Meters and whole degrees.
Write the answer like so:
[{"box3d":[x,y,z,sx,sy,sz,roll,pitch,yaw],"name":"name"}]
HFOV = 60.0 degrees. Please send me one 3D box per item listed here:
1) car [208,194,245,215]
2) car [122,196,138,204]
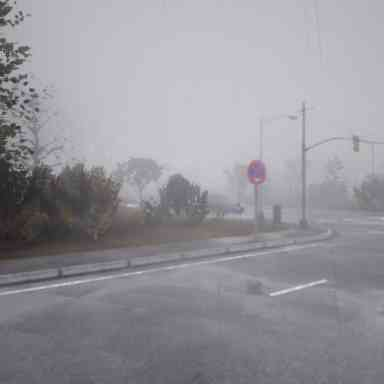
[{"box3d":[2.902,1.224,33.522,2.150,2.045,5.566,0,0,-32],"name":"car"},{"box3d":[-10.465,1.318,54.986,1.994,1.385,4.181,0,1,-31],"name":"car"}]
